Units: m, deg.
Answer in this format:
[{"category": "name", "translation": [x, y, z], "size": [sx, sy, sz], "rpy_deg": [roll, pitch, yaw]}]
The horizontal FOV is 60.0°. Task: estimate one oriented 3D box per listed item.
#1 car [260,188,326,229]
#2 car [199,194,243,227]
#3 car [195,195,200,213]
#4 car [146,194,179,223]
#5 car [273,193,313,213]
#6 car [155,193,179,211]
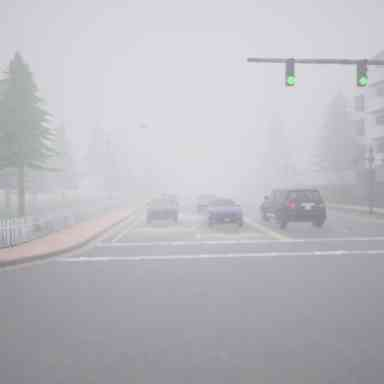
[{"category": "car", "translation": [5.410, 0.791, 18.476], "size": [2.150, 2.045, 5.566], "rpy_deg": [-1, 1, -2]}, {"category": "car", "translation": [1.687, 1.080, 19.495], "size": [1.882, 1.535, 5.008], "rpy_deg": [-1, 1, -2]}, {"category": "car", "translation": [1.314, 0.908, 28.902], "size": [1.882, 1.535, 5.008], "rpy_deg": [-1, 1, -2]}, {"category": "car", "translation": [-1.906, 1.083, 21.946], "size": [1.882, 1.535, 5.008], "rpy_deg": [-1, 1, -3]}, {"category": "car", "translation": [8.492, 0.866, 28.434], "size": [1.812, 1.442, 4.674], "rpy_deg": [-1, 1, -3]}, {"category": "car", "translation": [-2.307, 0.910, 32.206], "size": [2.128, 1.511, 4.902], "rpy_deg": [-1, 1, -2]}]
